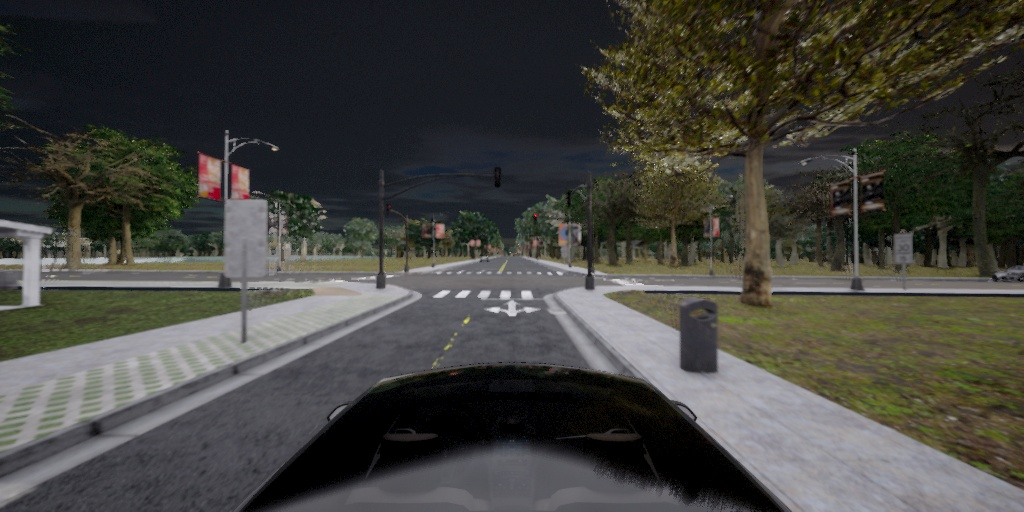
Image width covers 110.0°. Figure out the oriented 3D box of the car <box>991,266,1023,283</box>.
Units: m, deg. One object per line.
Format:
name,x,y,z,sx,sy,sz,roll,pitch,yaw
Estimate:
car,46.836,1.642,32.606,4.902,1.511,2.128,1,-1,1
